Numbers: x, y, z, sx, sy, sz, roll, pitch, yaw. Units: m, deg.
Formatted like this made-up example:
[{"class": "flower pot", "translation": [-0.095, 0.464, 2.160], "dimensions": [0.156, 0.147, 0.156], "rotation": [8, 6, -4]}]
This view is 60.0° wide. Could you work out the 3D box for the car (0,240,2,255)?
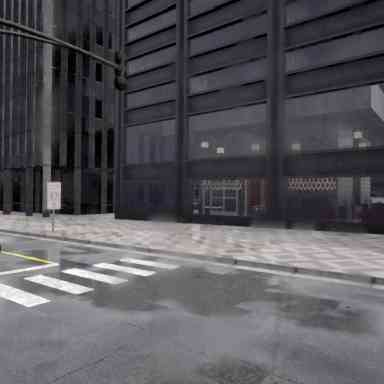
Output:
[{"class": "car", "translation": [-8.938, 1.708, 12.504], "dimensions": [4.674, 1.442, 1.812], "rotation": [-1, -1, 38]}]
